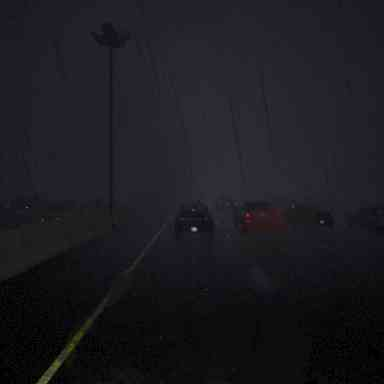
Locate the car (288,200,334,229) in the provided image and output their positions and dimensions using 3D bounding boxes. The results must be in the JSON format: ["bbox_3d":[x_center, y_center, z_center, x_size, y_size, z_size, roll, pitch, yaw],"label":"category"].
[{"bbox_3d":[7.103,1.434,20.472,1.812,1.442,4.674,0,0,0],"label":"car"}]

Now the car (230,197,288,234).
[{"bbox_3d":[3.603,1.266,18.807,2.097,1.767,4.553,0,0,0],"label":"car"}]

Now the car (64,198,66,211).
[{"bbox_3d":[-14.089,1.397,35.574,1.882,1.535,5.008,0,0,0],"label":"car"}]

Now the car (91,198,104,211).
[{"bbox_3d":[-10.589,1.414,36.137,2.128,1.511,4.902,0,0,0],"label":"car"}]

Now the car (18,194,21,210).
[{"bbox_3d":[-17.588,1.143,36.101,2.150,2.045,5.566,0,0,0],"label":"car"}]

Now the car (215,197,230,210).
[{"bbox_3d":[3.606,1.272,35.891,2.097,1.767,4.553,0,0,0],"label":"car"}]

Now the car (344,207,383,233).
[{"bbox_3d":[10.604,1.513,19.143,1.895,1.301,4.718,0,0,0],"label":"car"}]

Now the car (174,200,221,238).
[{"bbox_3d":[0.102,1.413,17.095,2.128,1.511,4.902,0,0,0],"label":"car"}]

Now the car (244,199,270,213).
[{"bbox_3d":[7.105,1.490,36.846,1.994,1.385,4.181,0,0,0],"label":"car"}]

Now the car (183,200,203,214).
[{"bbox_3d":[0.106,1.513,34.425,1.895,1.301,4.718,0,0,0],"label":"car"}]
